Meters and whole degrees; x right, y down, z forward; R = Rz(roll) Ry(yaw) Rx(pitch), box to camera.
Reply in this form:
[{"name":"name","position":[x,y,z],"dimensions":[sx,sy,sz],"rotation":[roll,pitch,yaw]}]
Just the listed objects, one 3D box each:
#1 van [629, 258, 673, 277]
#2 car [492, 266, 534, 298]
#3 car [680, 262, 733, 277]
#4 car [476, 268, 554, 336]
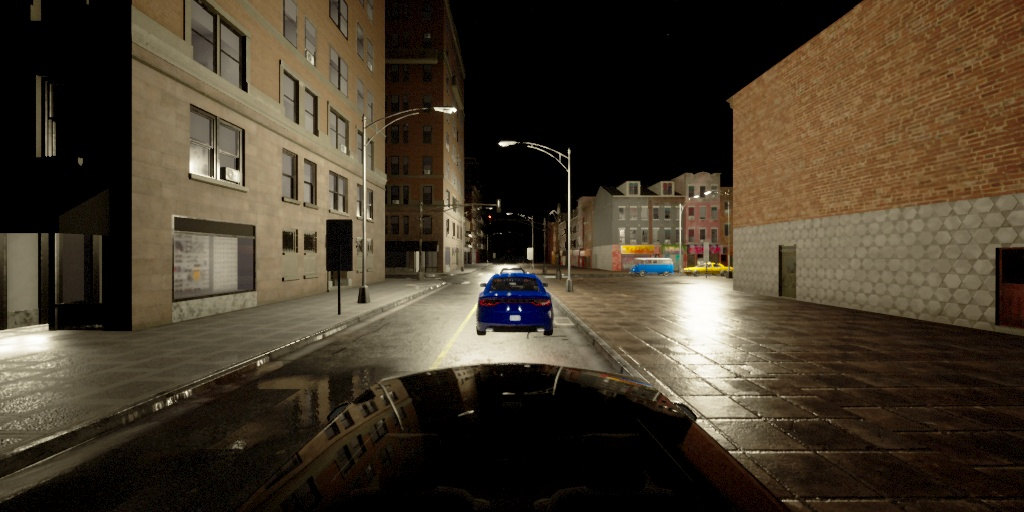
[{"name":"van","position":[13.610,1.087,35.015],"dimensions":[3.998,1.789,1.690],"rotation":[0,0,0]},{"name":"car","position":[0.032,1.313,19.224],"dimensions":[1.994,1.385,4.181],"rotation":[0,0,0]},{"name":"car","position":[19.051,1.267,35.028],"dimensions":[4.829,1.417,1.751],"rotation":[0,0,0]},{"name":"car","position":[0.067,1.227,10.456],"dimensions":[1.882,1.535,5.008],"rotation":[0,0,0]}]
